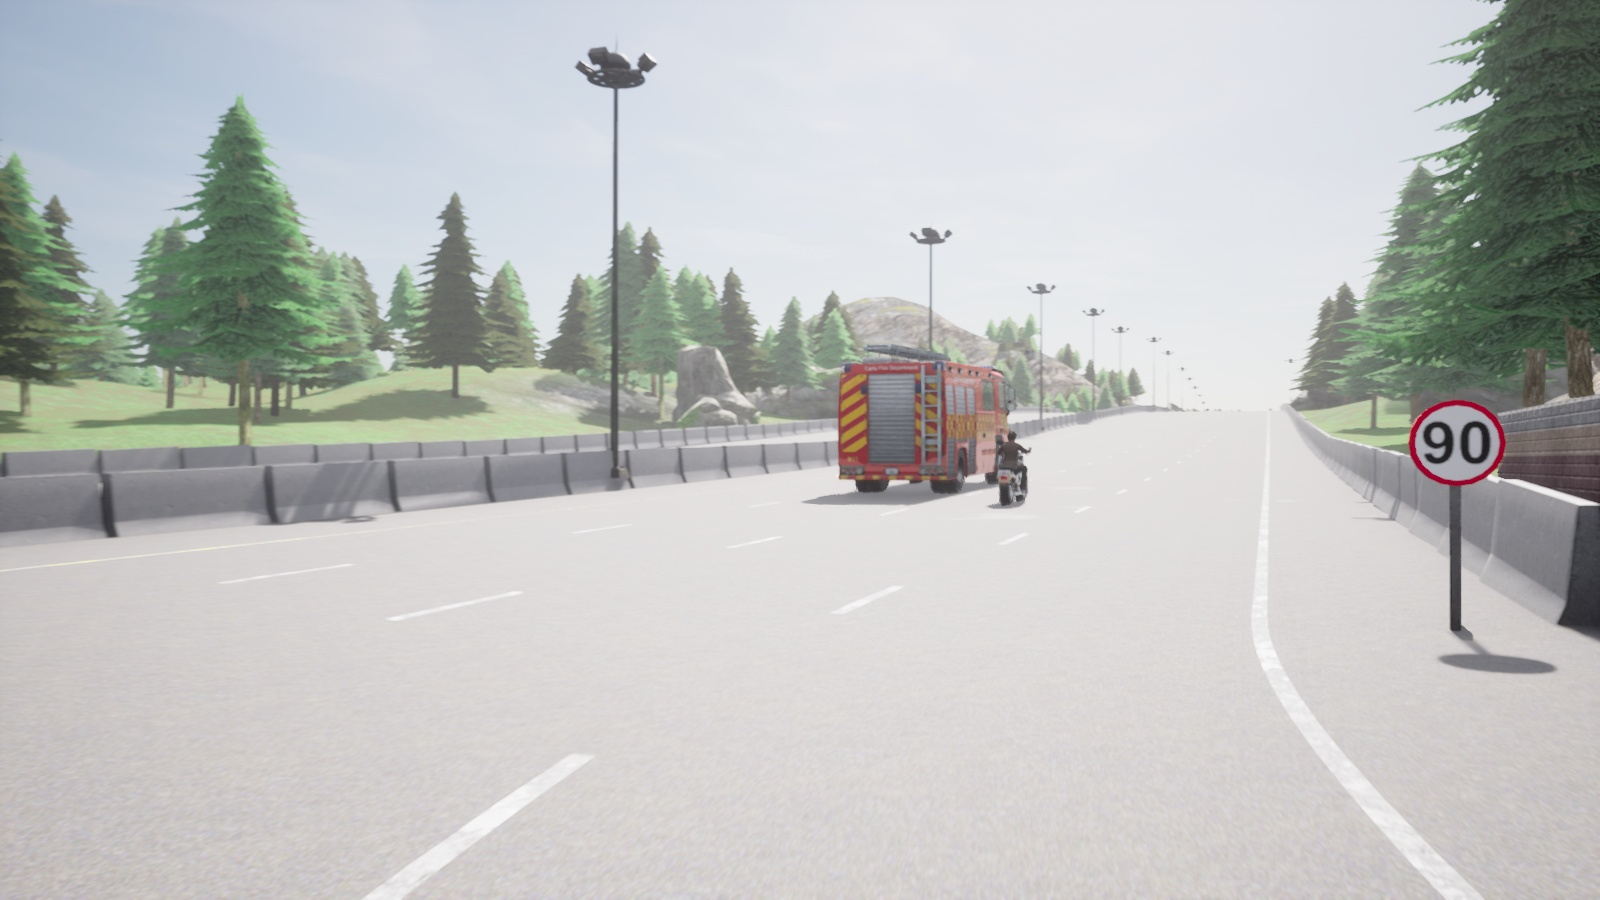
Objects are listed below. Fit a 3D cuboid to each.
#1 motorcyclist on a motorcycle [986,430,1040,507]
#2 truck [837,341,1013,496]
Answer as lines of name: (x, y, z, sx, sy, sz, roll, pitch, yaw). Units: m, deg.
motorcyclist on a motorcycle: (4.787, 0.385, 28.136, 0.766, 1.649, 2.350, 0, 1, 20)
truck: (3.779, -0.866, 35.472, 2.891, 3.827, 8.468, 0, 1, 20)
